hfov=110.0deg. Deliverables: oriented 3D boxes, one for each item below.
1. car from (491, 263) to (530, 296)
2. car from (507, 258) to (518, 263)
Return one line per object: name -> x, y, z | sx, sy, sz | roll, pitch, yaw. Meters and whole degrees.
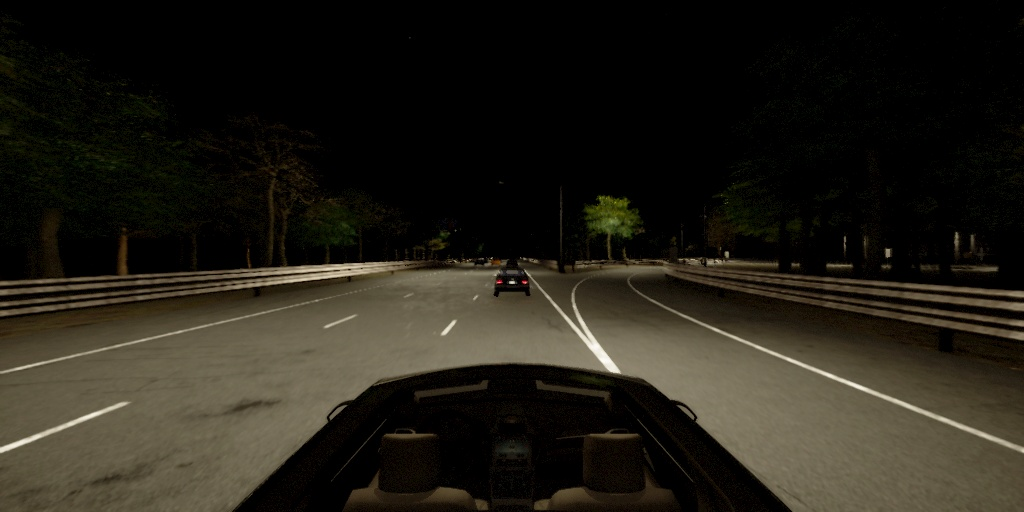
car -> 0.006, 1.298, 19.472 | 2.033, 1.411, 5.357 | 0, 0, 0
car -> 0.009, 1.280, 57.852 | 1.837, 1.490, 4.892 | 0, 0, 0
